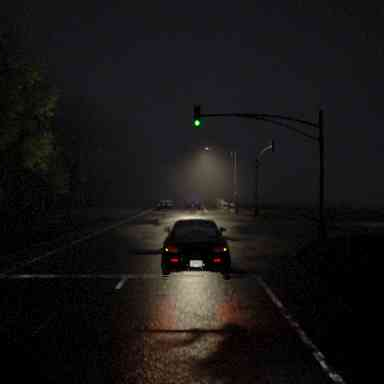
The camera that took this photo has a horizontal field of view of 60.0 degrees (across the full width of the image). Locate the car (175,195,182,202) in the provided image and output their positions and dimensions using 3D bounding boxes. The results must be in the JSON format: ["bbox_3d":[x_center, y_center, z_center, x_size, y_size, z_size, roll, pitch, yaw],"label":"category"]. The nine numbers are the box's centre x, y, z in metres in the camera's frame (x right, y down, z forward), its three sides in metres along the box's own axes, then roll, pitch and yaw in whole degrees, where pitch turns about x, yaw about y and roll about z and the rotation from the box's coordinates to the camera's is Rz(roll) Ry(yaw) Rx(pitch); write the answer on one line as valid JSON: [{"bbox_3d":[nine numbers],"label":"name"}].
[{"bbox_3d":[-3.520,1.485,81.592,2.097,1.767,4.553,0,0,0],"label":"car"}]

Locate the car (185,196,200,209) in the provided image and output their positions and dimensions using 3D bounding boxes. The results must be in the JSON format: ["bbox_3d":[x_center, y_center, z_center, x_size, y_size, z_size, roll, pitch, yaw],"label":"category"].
[{"bbox_3d":[0.089,1.603,45.639,1.812,1.442,4.674,0,0,0],"label":"car"}]

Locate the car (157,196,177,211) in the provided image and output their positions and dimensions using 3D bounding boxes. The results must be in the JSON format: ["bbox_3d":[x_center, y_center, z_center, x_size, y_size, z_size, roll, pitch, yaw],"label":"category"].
[{"bbox_3d":[-3.410,1.621,42.631,2.033,1.411,5.357,0,0,0],"label":"car"}]

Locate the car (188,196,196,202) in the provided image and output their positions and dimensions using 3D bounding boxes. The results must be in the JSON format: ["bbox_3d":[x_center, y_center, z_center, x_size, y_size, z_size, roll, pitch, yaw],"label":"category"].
[{"bbox_3d":[-0.020,1.673,84.632,2.033,1.411,5.357,0,0,0],"label":"car"}]

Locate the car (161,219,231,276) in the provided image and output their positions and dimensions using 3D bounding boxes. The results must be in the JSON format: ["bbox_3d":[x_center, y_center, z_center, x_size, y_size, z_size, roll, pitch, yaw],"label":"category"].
[{"bbox_3d":[0.099,1.545,10.244,1.812,1.442,4.674,0,0,0],"label":"car"}]
